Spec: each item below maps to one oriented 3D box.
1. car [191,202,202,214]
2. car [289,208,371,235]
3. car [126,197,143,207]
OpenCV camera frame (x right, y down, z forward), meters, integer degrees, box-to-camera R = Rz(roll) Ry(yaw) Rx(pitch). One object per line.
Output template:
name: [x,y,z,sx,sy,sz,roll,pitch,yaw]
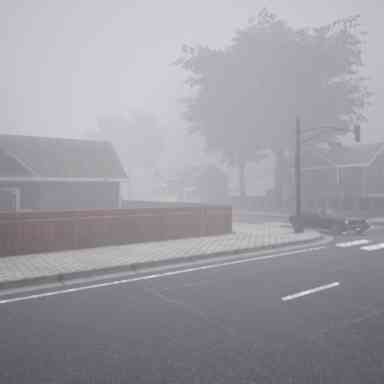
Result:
car: [-0.345,1.715,33.154,1.994,1.385,4.181,-1,0,-32]
car: [7.836,1.644,19.336,1.895,1.301,4.718,0,0,-22]
car: [-9.378,1.623,54.228,2.097,1.767,4.553,-1,0,-28]
